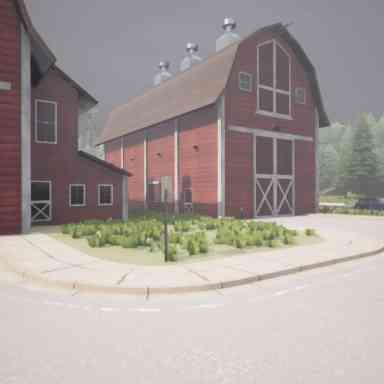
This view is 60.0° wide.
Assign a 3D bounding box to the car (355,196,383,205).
[{"bbox_3d":[20.145,1.379,36.102,2.097,1.767,4.553,0,0,-34],"label":"car"}]
